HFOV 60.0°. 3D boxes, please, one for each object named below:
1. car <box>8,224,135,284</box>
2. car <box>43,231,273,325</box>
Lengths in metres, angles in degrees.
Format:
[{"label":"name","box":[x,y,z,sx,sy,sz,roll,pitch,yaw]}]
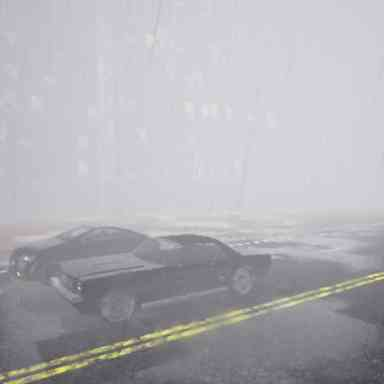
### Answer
[{"label":"car","box":[-2.901,1.632,9.607,4.181,1.385,1.994,0,0,-34]},{"label":"car","box":[-0.504,1.651,7.312,4.718,1.301,1.895,0,0,-35]}]
